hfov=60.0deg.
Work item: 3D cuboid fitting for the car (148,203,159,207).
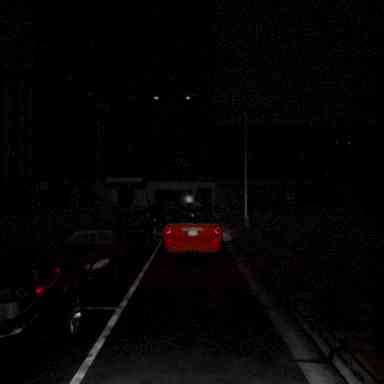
[{"bbox_3d":[-2.640,1.558,25.655,1.947,1.339,4.313,0,0,0],"label":"car"}]

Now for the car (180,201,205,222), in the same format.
[{"bbox_3d":[0.106,1.518,27.120,1.812,1.442,4.674,0,0,2],"label":"car"}]

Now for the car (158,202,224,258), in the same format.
[{"bbox_3d":[0.043,1.348,12.924,2.097,1.767,4.553,0,0,0],"label":"car"}]

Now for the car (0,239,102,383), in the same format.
[{"bbox_3d":[-2.639,1.565,3.847,1.947,1.339,4.313,0,0,0],"label":"car"}]

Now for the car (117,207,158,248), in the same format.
[{"bbox_3d":[-2.639,1.562,14.751,1.947,1.339,4.313,0,0,0],"label":"car"}]

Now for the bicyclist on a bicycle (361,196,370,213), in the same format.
[{"bbox_3d":[17.358,1.264,33.339,0.582,1.620,1.656,0,0,0],"label":"bicyclist on a bicycle"}]

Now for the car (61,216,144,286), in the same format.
[{"bbox_3d":[-2.639,1.579,9.299,1.802,1.307,4.206,0,0,0],"label":"car"}]
